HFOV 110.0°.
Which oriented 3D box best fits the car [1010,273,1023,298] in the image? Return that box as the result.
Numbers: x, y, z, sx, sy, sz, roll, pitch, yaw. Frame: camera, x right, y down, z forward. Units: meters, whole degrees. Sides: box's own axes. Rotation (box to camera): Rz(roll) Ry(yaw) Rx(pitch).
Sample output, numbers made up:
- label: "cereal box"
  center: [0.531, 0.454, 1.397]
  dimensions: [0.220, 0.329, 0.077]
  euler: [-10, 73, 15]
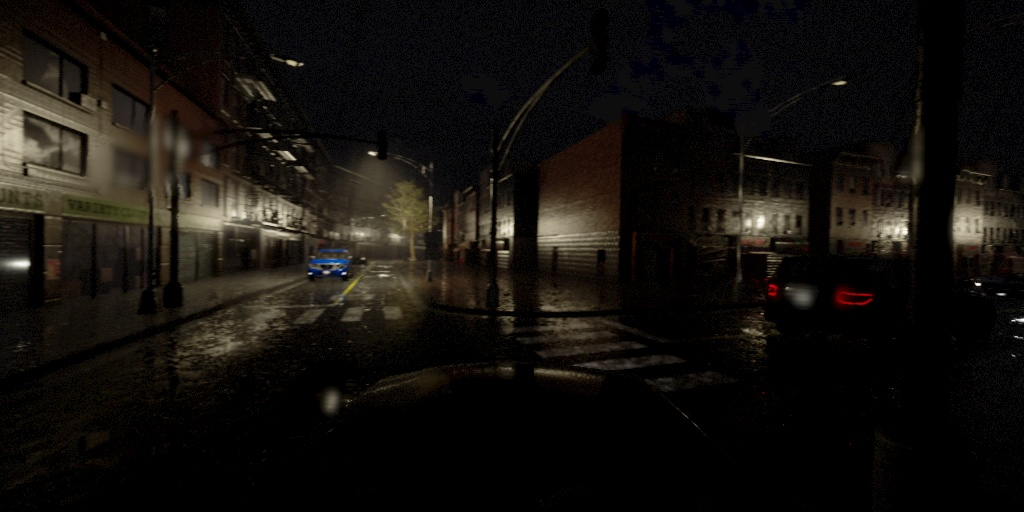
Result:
- label: "car"
  center: [24.807, 1.485, 17.386]
  dimensions: [4.718, 1.301, 1.895]
  euler: [1, 1, -20]

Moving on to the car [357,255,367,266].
- label: "car"
  center: [-19.795, 0.564, 46.298]
  dimensions: [1.994, 1.385, 4.181]
  euler: [1, 0, -19]

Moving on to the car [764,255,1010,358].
- label: "car"
  center: [8.737, 1.005, 8.580]
  dimensions: [5.566, 2.045, 2.150]
  euler: [1, 1, -20]

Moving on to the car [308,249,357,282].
- label: "car"
  center: [-11.764, 0.557, 23.594]
  dimensions: [2.150, 2.045, 5.566]
  euler: [1, 1, -20]
